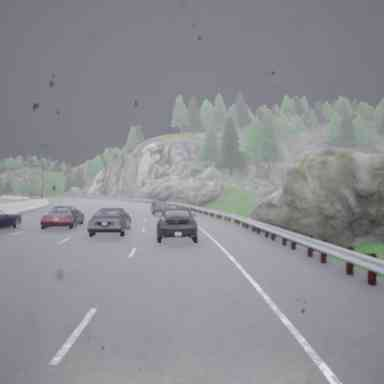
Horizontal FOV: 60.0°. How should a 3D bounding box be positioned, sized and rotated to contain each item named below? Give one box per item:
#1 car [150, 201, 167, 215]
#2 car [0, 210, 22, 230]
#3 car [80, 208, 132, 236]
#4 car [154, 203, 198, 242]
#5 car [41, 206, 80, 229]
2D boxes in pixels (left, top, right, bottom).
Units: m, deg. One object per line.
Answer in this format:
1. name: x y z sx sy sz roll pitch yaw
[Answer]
1. car: -3.375 1.614 35.155 2.033 1.411 5.357 0 0 -11
2. car: -11.590 1.657 19.114 1.895 1.301 4.718 0 0 -6
3. car: -4.483 1.588 18.591 2.033 1.411 5.357 0 0 -6
4. car: -0.800 1.535 16.493 1.837 1.490 4.892 0 0 -5
5. car: -8.430 1.618 21.990 1.994 1.385 4.181 0 0 -7
